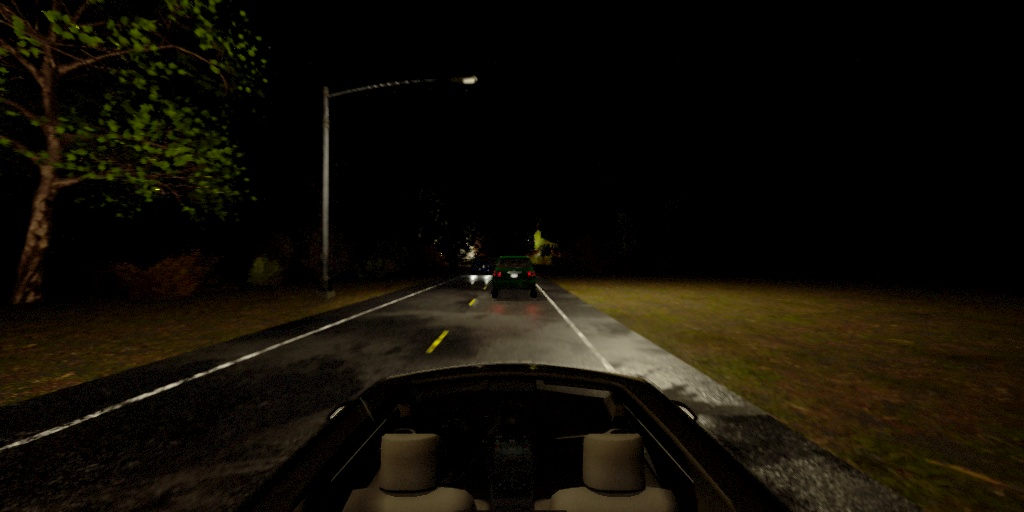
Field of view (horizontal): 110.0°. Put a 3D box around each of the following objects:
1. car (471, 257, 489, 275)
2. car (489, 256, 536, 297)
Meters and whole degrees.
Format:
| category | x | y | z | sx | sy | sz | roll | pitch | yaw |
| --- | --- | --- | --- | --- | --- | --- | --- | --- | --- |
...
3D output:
| category | x | y | z | sx | sy | sz | roll | pitch | yaw |
| --- | --- | --- | --- | --- | --- | --- | --- | --- | --- |
| car | -3.540 | 1.125 | 42.318 | 2.150 | 2.045 | 5.566 | 0 | 0 | 1 |
| car | 0.109 | 1.019 | 19.406 | 2.150 | 2.045 | 5.566 | 0 | 0 | 0 |
